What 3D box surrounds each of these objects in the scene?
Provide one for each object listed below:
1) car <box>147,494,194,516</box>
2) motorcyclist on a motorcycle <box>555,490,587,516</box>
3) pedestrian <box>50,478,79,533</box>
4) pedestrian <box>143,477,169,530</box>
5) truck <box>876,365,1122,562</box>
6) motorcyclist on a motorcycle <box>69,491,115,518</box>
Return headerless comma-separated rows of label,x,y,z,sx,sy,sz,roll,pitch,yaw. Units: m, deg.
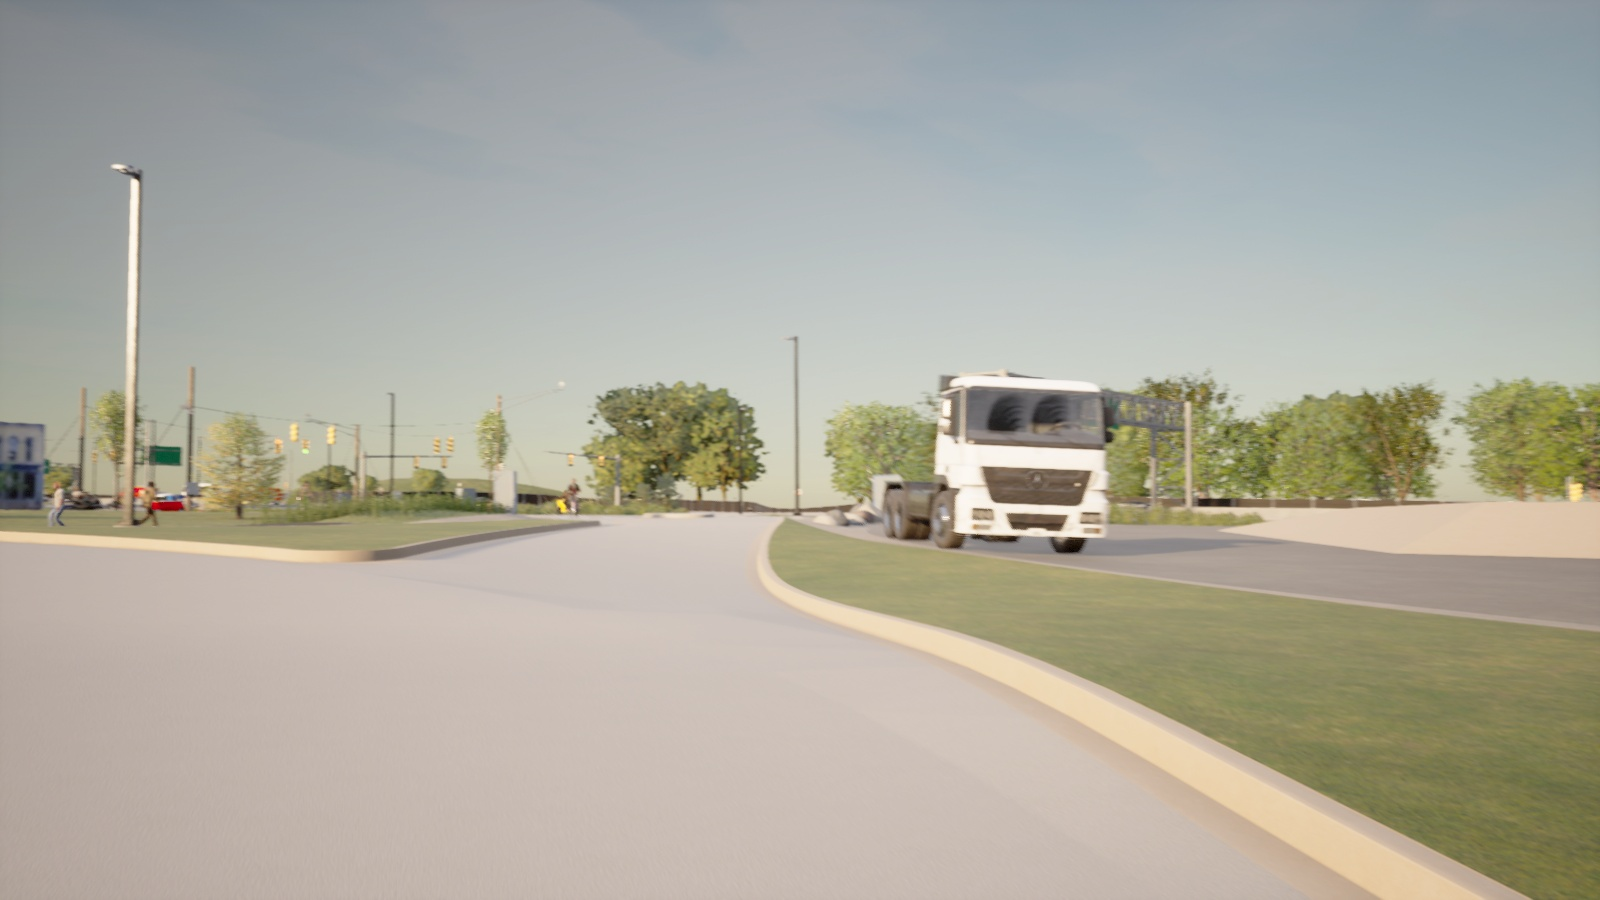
car,-39.624,3.458,79.094,1.481,1.376,2.207,-2,-3,22
motorcyclist on a motorcycle,-13.659,3.171,74.852,2.044,1.523,0.797,-2,-4,43
pedestrian,-24.757,1.886,42.286,0.354,1.836,0.706,-3,-5,37
pedestrian,-23.581,1.977,45.982,0.396,1.930,0.692,-3,-4,34
truck,3.877,0.343,26.776,2.891,3.462,7.936,2,-2,-8
motorcyclist on a motorcycle,-42.037,3.240,74.616,0.866,1.530,2.191,-3,-4,41
